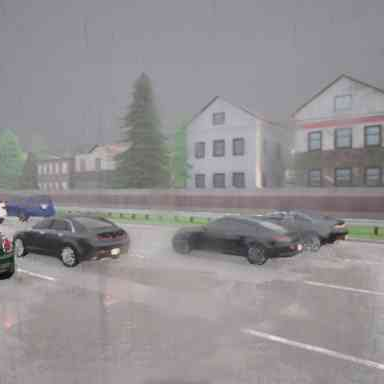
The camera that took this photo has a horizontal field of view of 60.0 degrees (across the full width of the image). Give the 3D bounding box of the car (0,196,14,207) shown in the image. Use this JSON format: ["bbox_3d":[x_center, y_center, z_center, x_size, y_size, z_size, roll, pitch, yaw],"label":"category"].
[{"bbox_3d":[-15.210,1.227,23.437,5.566,2.045,2.150,0,0,36],"label":"car"}]

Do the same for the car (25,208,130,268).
[{"bbox_3d":[-4.237,1.508,11.303,4.892,1.490,1.837,0,0,36],"label":"car"}]

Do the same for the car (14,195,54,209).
[{"bbox_3d":[-13.137,1.227,26.258,5.566,2.045,2.150,0,0,36],"label":"car"}]

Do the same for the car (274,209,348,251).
[{"bbox_3d":[3.902,1.493,14.075,4.902,1.511,2.128,0,0,36],"label":"car"}]

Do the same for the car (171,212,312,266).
[{"bbox_3d":[1.428,1.526,11.544,4.674,1.442,1.812,0,0,36],"label":"car"}]

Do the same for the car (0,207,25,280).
[{"bbox_3d":[-6.657,1.354,8.730,4.553,1.767,2.097,0,0,36],"label":"car"}]
